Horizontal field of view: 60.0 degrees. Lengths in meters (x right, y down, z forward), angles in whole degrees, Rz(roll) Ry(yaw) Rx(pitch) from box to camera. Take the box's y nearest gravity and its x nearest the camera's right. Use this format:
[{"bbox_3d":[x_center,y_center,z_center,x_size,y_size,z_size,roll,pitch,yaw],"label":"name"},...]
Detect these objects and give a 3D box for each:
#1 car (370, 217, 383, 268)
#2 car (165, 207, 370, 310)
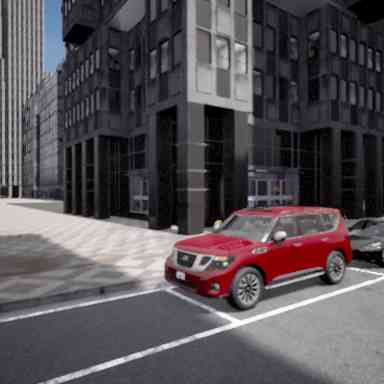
[{"bbox_3d":[6.390,1.556,11.212,4.313,1.339,1.947,0,0,-36],"label":"car"},{"bbox_3d":[1.830,1.310,7.959,5.009,1.841,2.192,0,0,-36],"label":"car"}]
